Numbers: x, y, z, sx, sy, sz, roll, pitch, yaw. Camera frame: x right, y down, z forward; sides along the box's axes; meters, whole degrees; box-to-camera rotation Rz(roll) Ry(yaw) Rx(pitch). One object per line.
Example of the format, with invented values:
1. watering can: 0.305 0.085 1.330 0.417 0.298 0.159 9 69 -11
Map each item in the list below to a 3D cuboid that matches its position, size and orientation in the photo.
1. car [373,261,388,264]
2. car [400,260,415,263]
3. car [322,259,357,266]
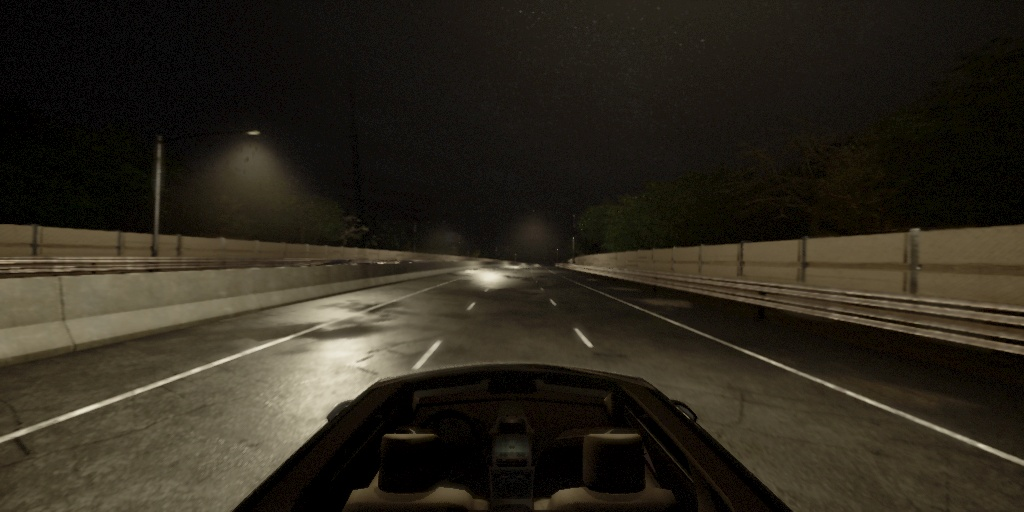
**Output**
1. car: -16.714 1.247 44.889 1.895 1.301 4.718 1 -1 3
2. car: -13.199 1.267 45.175 1.812 1.442 4.674 1 -1 3
3. car: -20.311 1.073 42.495 2.033 1.411 5.357 1 -1 2
